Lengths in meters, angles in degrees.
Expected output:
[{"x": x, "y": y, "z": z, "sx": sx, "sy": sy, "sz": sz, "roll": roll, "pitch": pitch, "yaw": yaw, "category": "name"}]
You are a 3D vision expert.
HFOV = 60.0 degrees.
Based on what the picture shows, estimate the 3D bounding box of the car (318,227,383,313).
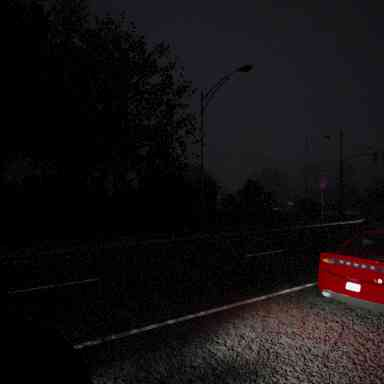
[{"x": 4.783, "y": 1.478, "z": 7.136, "sx": 5.008, "sy": 1.535, "sz": 1.882, "roll": 0, "pitch": 0, "yaw": -35, "category": "car"}]

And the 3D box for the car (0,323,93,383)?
[{"x": -2.969, "y": 1.492, "z": 1.636, "sx": 4.902, "sy": 1.511, "sz": 2.128, "roll": 0, "pitch": 0, "yaw": -35, "category": "car"}]

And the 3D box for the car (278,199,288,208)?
[{"x": 13.505, "y": 1.598, "z": 48.354, "sx": 1.895, "sy": 1.301, "sz": 4.718, "roll": 0, "pitch": 0, "yaw": -32, "category": "car"}]

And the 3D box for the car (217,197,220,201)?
[{"x": 3.925, "y": 1.455, "z": 56.649, "sx": 1.812, "sy": 1.442, "sz": 4.674, "roll": 0, "pitch": 1, "yaw": -32, "category": "car"}]

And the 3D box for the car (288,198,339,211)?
[{"x": 14.476, "y": 1.478, "z": 39.839, "sx": 1.882, "sy": 1.535, "sz": 5.008, "roll": 0, "pitch": 0, "yaw": -33, "category": "car"}]
